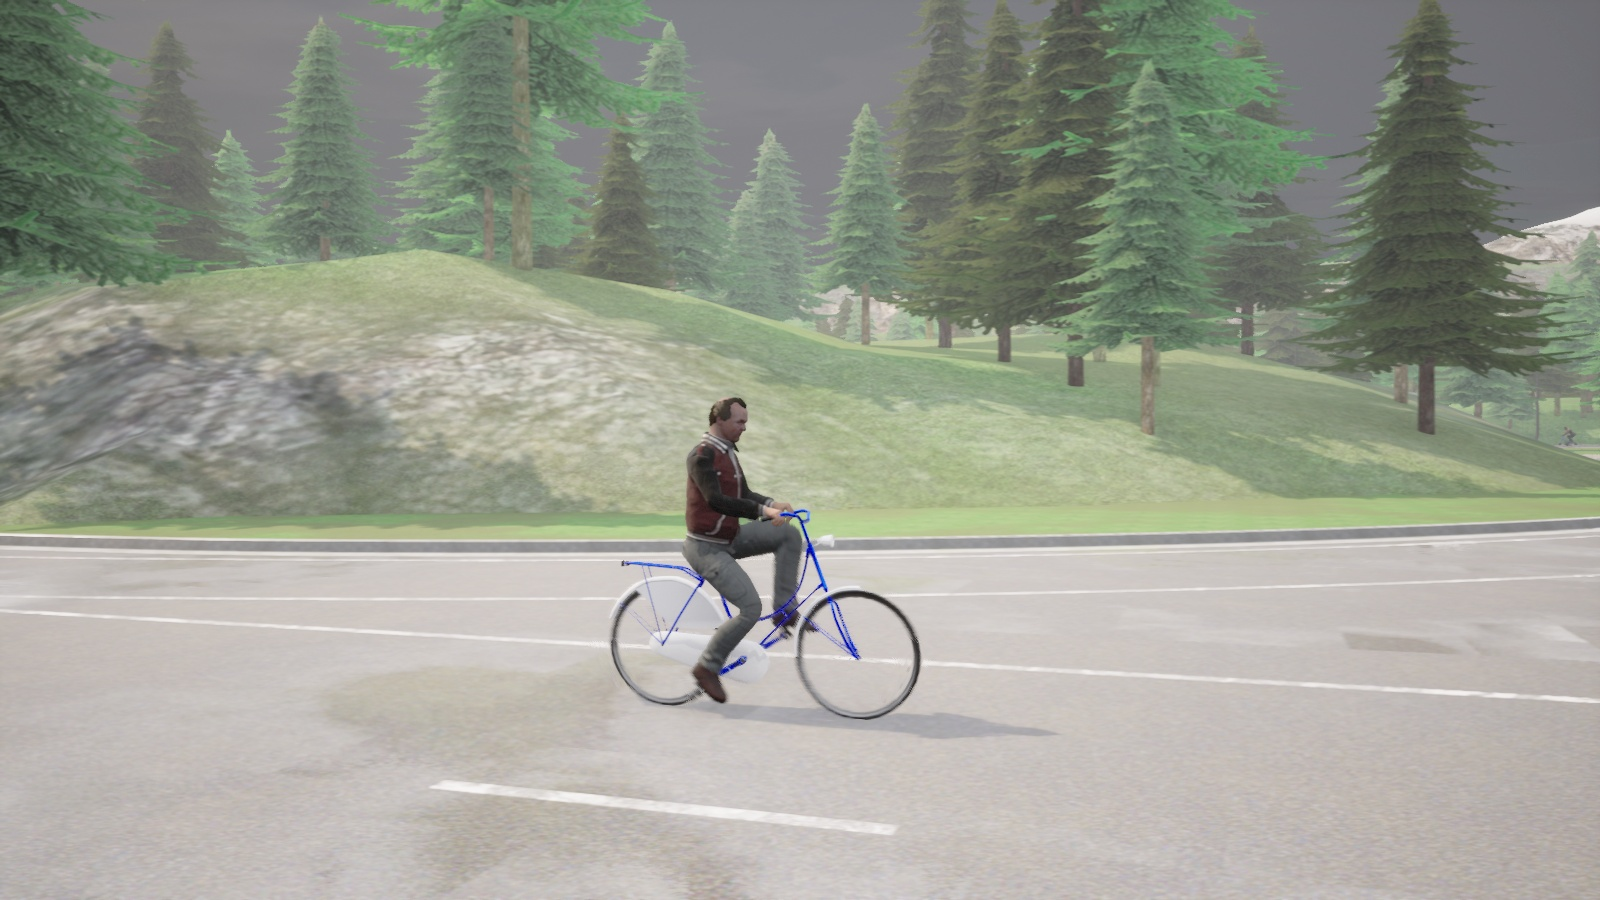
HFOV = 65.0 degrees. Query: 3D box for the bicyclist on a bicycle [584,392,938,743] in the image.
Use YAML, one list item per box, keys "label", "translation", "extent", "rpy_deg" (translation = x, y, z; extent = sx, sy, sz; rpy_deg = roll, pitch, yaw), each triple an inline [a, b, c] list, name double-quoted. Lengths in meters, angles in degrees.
- label: "bicyclist on a bicycle"
  translation: [-0.215, 0.586, 6.956]
  extent: [1.843, 1.776, 0.659]
  rpy_deg: [0, 1, 19]
